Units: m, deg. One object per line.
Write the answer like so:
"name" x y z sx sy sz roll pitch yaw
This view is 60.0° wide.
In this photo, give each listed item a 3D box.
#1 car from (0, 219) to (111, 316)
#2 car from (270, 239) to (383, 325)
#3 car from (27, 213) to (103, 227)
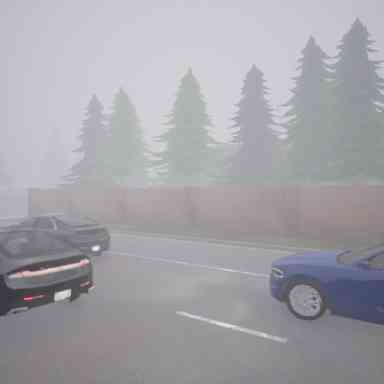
"car" -4.117 1.495 6.939 4.902 1.511 2.128 0 0 36
"car" 3.809 1.478 5.573 5.008 1.535 1.882 0 0 36
"car" -4.989 1.510 11.867 4.892 1.490 1.837 0 0 36
